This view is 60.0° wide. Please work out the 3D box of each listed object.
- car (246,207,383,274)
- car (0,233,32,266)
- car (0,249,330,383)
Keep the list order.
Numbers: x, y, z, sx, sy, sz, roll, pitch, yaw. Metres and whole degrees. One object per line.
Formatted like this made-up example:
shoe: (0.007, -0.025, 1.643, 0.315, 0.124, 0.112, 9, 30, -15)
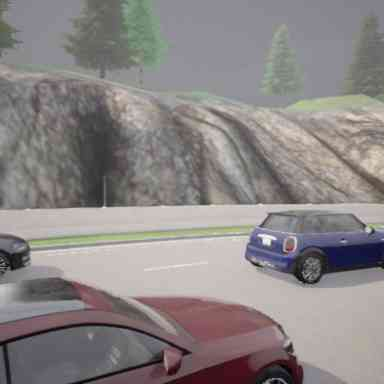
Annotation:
car: (3.820, 1.281, 9.339, 4.553, 1.767, 2.097, 0, 1, -25)
car: (-6.460, 1.387, 7.751, 4.902, 1.511, 2.128, 0, 1, -36)
car: (-1.097, 1.492, 2.739, 4.674, 1.442, 1.812, 0, 0, -34)
